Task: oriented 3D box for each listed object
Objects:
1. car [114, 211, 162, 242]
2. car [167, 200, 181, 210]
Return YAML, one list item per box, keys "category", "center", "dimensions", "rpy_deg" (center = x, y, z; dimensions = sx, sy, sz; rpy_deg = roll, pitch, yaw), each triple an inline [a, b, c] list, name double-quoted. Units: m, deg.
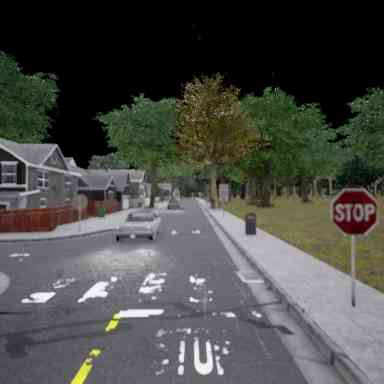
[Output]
- category: "car"
  center: [-2.734, 1.734, 17.586]
  dimensions: [1.895, 1.301, 4.718]
  rpy_deg: [-1, 0, 0]
- category: "car"
  center: [-2.678, 1.899, 49.474]
  dimensions: [1.895, 1.301, 4.718]
  rpy_deg: [0, 0, 0]
